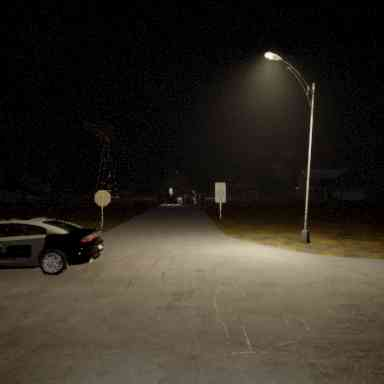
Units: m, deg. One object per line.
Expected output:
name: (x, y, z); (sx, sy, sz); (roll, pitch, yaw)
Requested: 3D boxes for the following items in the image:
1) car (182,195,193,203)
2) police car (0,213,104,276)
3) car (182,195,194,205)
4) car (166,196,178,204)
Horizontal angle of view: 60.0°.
car: (-0.816, 1.346, 64.778); (2.033, 1.411, 5.357); (0, 0, -1)
police car: (-5.268, 1.458, 9.713); (5.238, 1.638, 1.930); (-1, -1, -1)
car: (-0.685, 1.341, 54.342); (2.128, 1.511, 4.902); (0, 0, -1)
car: (-3.492, 1.374, 58.904); (2.033, 1.411, 5.357); (0, 0, -1)
